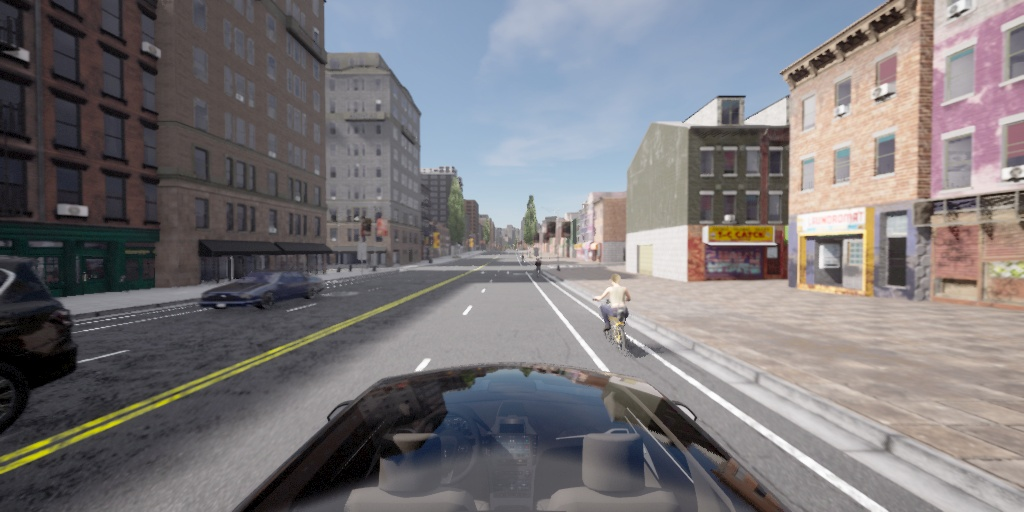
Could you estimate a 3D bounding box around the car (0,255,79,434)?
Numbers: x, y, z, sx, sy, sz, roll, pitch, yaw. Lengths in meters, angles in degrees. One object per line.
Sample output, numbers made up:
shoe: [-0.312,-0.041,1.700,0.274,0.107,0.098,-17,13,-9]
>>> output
car: [-6.601,0.972,2.164,2.150,2.045,5.566,0,0,0]

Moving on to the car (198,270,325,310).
car: [-9.850,1.282,14.808,2.033,1.411,5.357,0,0,0]

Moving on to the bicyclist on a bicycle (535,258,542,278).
bicyclist on a bicycle: [2.256,1.041,31.030,0.659,1.776,1.843,0,0,0]

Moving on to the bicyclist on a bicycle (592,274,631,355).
bicyclist on a bicycle: [2.201,1.183,7.722,0.866,1.612,1.509,0,0,0]
